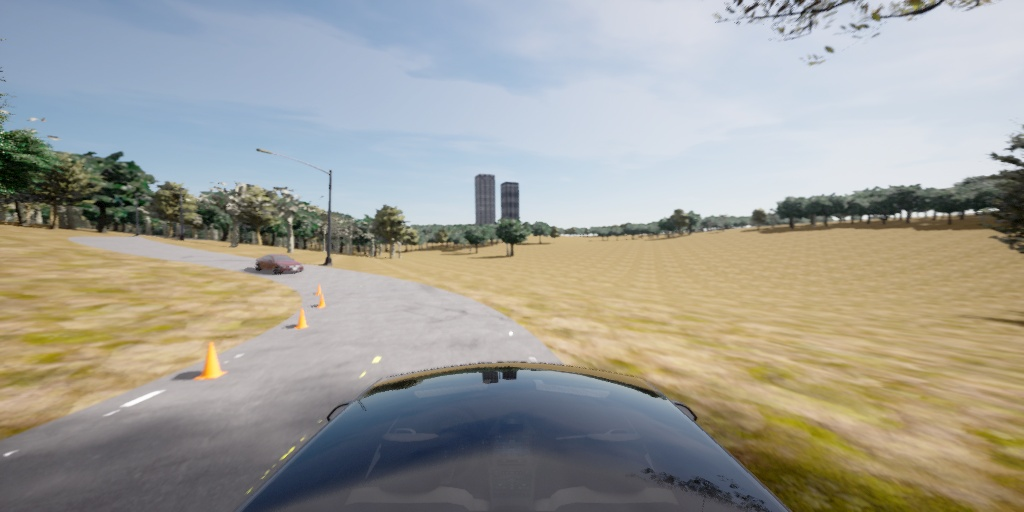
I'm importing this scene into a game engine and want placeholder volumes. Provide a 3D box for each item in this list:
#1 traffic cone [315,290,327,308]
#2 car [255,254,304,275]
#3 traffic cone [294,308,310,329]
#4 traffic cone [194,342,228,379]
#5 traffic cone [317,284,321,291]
[{"bbox_3d":[-7.979,1.851,15.071,0.340,0.580,0.340,0,0,-25],"label":"traffic cone"},{"bbox_3d":[-19.183,0.599,29.462,4.674,1.442,1.812,4,4,29],"label":"car"},{"bbox_3d":[-6.308,1.850,10.779,0.340,0.580,0.340,0,0,-17],"label":"traffic cone"},{"bbox_3d":[-5.268,1.808,6.288,0.340,0.580,0.340,0,0,-9],"label":"traffic cone"},{"bbox_3d":[-10.251,1.771,19.077,0.340,0.580,0.340,0,0,-34],"label":"traffic cone"}]
